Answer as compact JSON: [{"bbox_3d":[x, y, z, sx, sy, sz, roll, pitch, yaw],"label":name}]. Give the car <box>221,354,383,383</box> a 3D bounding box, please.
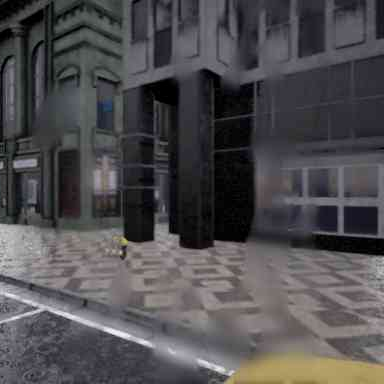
[{"bbox_3d":[2.115,1.521,1.450,4.829,1.417,1.752,0,0,36],"label":"car"}]
